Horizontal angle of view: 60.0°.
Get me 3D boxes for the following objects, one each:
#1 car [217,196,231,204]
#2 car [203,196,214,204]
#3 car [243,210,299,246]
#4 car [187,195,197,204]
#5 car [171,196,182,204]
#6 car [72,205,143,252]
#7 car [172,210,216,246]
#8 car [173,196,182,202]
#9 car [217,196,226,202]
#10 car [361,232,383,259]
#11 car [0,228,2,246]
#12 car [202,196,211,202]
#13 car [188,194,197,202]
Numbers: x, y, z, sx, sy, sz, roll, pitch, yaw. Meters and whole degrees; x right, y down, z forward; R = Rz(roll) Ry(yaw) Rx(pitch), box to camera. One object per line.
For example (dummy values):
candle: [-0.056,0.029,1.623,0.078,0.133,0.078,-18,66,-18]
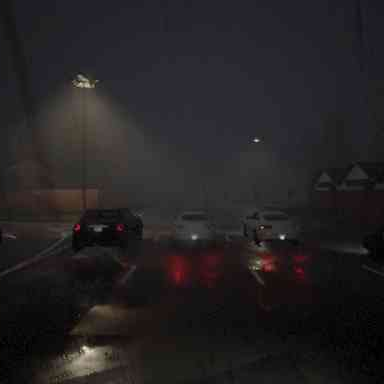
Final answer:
car: [7.022,1.743,70.138,1.994,1.385,4.181,0,0,0]
car: [3.522,1.728,69.724,2.033,1.411,5.357,0,0,0]
car: [3.588,1.570,15.532,1.812,1.442,4.674,0,0,0]
car: [0.022,1.714,69.724,2.128,1.511,4.902,0,0,0]
car: [-3.478,1.729,69.726,2.033,1.411,5.357,0,0,0]
car: [-3.411,1.393,14.242,2.097,1.767,4.553,0,0,0]
car: [0.087,1.570,15.485,1.812,1.442,4.674,0,0,0]
car: [-3.475,1.618,80.145,2.033,1.411,5.357,0,0,0]
car: [7.025,1.601,80.142,1.812,1.442,4.674,0,0,0]
car: [7.069,1.575,9.641,2.033,1.411,5.357,0,0,0]
car: [-9.511,1.606,14.543,1.994,1.385,4.181,0,0,-32]
car: [3.525,1.617,80.143,2.033,1.411,5.357,0,0,0]
car: [0.025,1.433,80.115,2.097,1.767,4.553,0,0,0]
